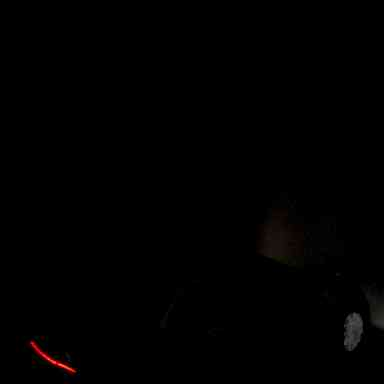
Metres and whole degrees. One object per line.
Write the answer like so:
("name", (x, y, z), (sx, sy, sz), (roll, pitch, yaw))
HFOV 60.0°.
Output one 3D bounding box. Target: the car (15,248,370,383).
("car", (0.452, 1.519, 4.363), (4.892, 1.490, 1.837), (0, 0, -36))
